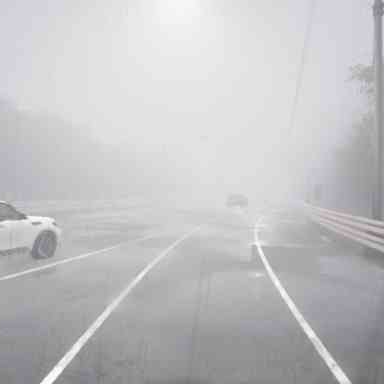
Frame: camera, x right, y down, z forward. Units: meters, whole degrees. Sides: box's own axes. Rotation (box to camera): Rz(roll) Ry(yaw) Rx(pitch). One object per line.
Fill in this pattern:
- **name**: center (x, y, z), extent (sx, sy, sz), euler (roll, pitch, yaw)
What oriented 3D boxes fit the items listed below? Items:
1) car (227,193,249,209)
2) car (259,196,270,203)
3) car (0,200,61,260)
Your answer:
- **car**: center (6.371, 1.217, 46.035), extent (2.150, 2.045, 5.566), euler (0, 0, 19)
- **car**: center (15.976, 1.672, 73.507), extent (1.994, 1.385, 4.181), euler (0, 0, 19)
- **car**: center (-6.302, 1.170, 9.486), extent (2.150, 2.045, 5.566), euler (0, 0, 19)
